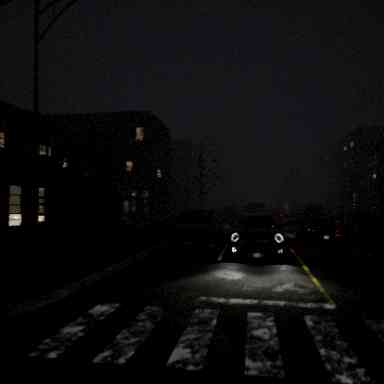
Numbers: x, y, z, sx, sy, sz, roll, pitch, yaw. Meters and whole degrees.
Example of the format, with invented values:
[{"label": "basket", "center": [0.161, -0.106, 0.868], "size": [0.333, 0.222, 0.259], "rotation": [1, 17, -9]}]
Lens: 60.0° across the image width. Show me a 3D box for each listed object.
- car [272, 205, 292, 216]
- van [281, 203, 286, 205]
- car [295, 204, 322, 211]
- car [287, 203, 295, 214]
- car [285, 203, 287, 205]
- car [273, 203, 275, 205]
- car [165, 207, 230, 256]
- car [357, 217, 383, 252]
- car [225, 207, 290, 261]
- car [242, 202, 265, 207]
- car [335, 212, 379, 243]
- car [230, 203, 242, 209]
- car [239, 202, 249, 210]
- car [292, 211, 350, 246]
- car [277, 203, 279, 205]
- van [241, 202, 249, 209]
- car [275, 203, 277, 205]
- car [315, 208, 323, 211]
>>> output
[{"label": "car", "center": [11.619, 2.688, 43.913], "size": [1.895, 1.301, 4.718], "rotation": [0, -1, 11]}, {"label": "van", "center": [16.791, 2.753, 57.125], "size": [1.690, 1.788, 3.998], "rotation": [-1, -2, 11]}, {"label": "car", "center": [12.656, 2.197, 35.327], "size": [2.192, 1.841, 5.009], "rotation": [-1, -2, 11]}, {"label": "car", "center": [14.724, 2.587, 46.223], "size": [1.967, 1.590, 4.097], "rotation": [-1, -2, 11]}, {"label": "car", "center": [15.760, 2.862, 51.669], "size": [1.802, 1.307, 4.206], "rotation": [-1, -2, 11]}, {"label": "car", "center": [22.903, 3.763, 91.137], "size": [1.812, 1.442, 4.674], "rotation": [0, -1, 11]}, {"label": "car", "center": [0.287, 1.691, 15.088], "size": [2.192, 1.841, 5.009], "rotation": [-1, -2, 11]}, {"label": "car", "center": [8.523, 1.917, 13.523], "size": [1.947, 1.339, 4.313], "rotation": [-1, -2, 11]}, {"label": "car", "center": [2.714, 1.705, 13.960], "size": [2.097, 1.767, 4.553], "rotation": [0, -1, 11]}, {"label": "car", "center": [6.736, 2.088, 35.091], "size": [2.150, 2.045, 5.566], "rotation": [0, -1, 11]}, {"label": "car", "center": [9.556, 1.924, 18.975], "size": [1.967, 1.590, 4.097], "rotation": [-1, -2, 11]}, {"label": "car", "center": [4.423, 2.347, 36.883], "size": [1.967, 1.590, 4.097], "rotation": [-1, -2, 11]}, {"label": "car", "center": [12.692, 3.282, 80.484], "size": [2.192, 1.841, 5.009], "rotation": [-1, -1, 11]}, {"label": "car", "center": [6.714, 1.977, 17.798], "size": [1.812, 1.442, 4.674], "rotation": [0, -1, 11]}, {"label": "car", "center": [18.860, 3.259, 68.018], "size": [1.802, 1.307, 4.206], "rotation": [-1, -2, 11]}, {"label": "van", "center": [13.726, 3.440, 85.932], "size": [1.690, 1.788, 3.998], "rotation": [-1, -1, 11]}, {"label": "car", "center": [19.894, 3.391, 73.468], "size": [1.802, 1.307, 4.206], "rotation": [-1, -2, 11]}, {"label": "car", "center": [10.622, 2.146, 24.590], "size": [1.752, 1.417, 4.829], "rotation": [-1, -2, 11]}]
